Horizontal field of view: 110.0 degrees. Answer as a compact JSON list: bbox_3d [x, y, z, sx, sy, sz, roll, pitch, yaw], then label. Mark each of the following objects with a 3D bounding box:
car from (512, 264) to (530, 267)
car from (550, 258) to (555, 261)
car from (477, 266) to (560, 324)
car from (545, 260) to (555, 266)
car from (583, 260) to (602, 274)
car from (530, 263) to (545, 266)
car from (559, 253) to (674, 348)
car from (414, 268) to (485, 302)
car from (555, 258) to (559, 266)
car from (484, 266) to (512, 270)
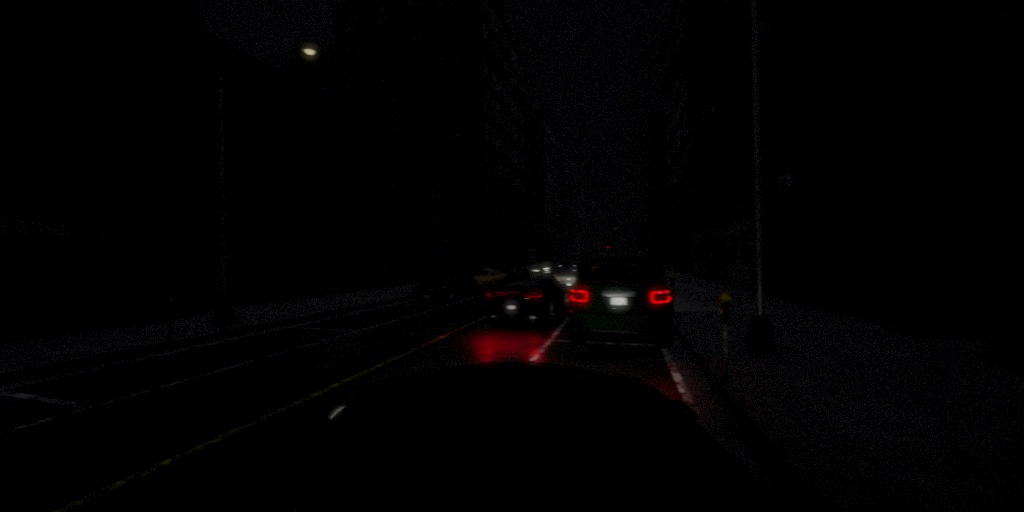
[{"bbox_3d":[-0.117,1.485,28.687,1.802,1.307,4.207,0,0,17],"label":"car"},{"bbox_3d":[6.110,1.211,49.424,2.192,1.841,5.009,0,0,17],"label":"car"},{"bbox_3d":[0.693,1.275,12.370,1.882,1.535,5.008,-1,0,17],"label":"car"},{"bbox_3d":[2.997,1.451,39.056,2.007,1.370,4.403,0,0,17],"label":"car"},{"bbox_3d":[9.619,1.254,42.437,1.801,1.575,5.366,-1,0,17],"label":"car"},{"bbox_3d":[1.440,1.453,33.872,2.007,1.370,4.403,0,0,17],"label":"car"},{"bbox_3d":[2.841,0.971,9.512,2.150,2.045,5.566,-1,0,17],"label":"car"},{"bbox_3d":[-3.231,1.467,18.319,1.948,1.339,4.313,0,0,17],"label":"car"},{"bbox_3d":[6.933,1.201,43.245,2.097,1.767,4.553,-1,0,17],"label":"car"},{"bbox_3d":[-1.723,1.428,23.340,1.751,1.417,4.829,0,0,17],"label":"car"}]
